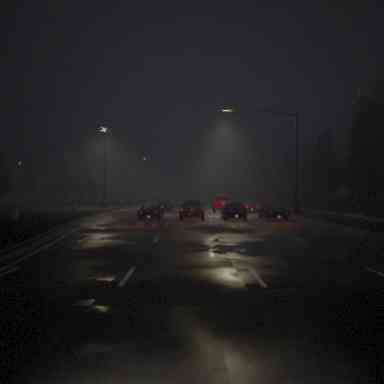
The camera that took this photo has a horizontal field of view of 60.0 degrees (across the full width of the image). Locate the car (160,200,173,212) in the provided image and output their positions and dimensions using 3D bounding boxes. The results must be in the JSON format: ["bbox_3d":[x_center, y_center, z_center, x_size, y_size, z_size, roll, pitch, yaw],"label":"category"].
[{"bbox_3d":[-3.473,1.728,41.541,1.994,1.385,4.181,0,0,1],"label":"car"}]

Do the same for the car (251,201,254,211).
[{"bbox_3d":[7.020,1.762,41.002,1.895,1.301,4.718,0,0,0],"label":"car"}]

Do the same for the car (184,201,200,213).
[{"bbox_3d":[0.022,1.763,41.216,1.895,1.301,4.718,0,0,0],"label":"car"}]

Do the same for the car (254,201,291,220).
[{"bbox_3d":[7.002,1.715,28.946,1.895,1.301,4.718,0,0,0],"label":"car"}]

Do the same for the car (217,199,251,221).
[{"bbox_3d":[3.500,1.618,28.408,1.837,1.490,4.892,0,0,0],"label":"car"}]

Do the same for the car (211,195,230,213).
[{"bbox_3d":[3.512,1.383,40.203,2.150,2.045,5.566,0,0,0],"label":"car"}]

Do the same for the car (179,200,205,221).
[{"bbox_3d":[0.002,1.465,28.920,2.097,1.767,4.553,0,0,0],"label":"car"}]

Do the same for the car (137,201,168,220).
[{"bbox_3d":[-3.498,1.716,29.086,1.895,1.301,4.718,0,0,0],"label":"car"}]
